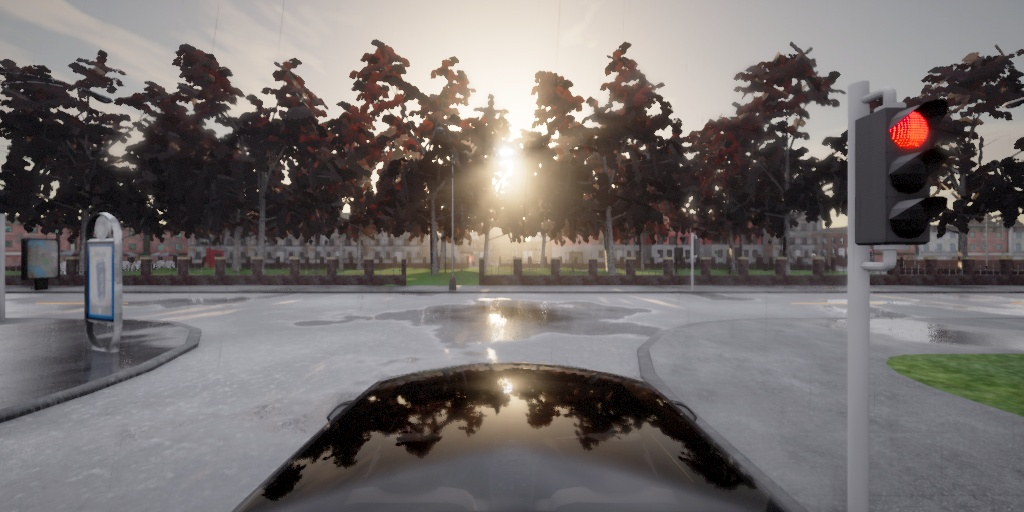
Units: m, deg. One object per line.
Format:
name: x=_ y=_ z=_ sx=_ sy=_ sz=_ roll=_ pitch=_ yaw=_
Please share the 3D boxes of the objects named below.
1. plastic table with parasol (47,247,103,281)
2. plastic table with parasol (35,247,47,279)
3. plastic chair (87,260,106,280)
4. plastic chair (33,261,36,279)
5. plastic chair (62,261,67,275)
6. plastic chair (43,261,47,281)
plastic table with parasol: x=-39.195 y=0.687 z=32.229 sx=2.482 sy=2.480 sz=2.482 roll=0 pitch=0 yaw=-40
plastic table with parasol: x=-43.616 y=0.612 z=34.871 sx=2.482 sy=2.480 sz=2.482 roll=0 pitch=0 yaw=-39
plastic chair: x=-38.197 y=1.288 z=32.962 sx=0.730 sy=1.272 sz=0.750 roll=0 pitch=0 yaw=-40
plastic chair: x=-44.624 y=1.287 z=34.121 sx=0.730 sy=1.272 sz=0.750 roll=0 pitch=0 yaw=-41
plastic chair: x=-38.292 y=1.299 z=31.256 sx=0.750 sy=1.272 sz=0.730 roll=0 pitch=0 yaw=-35
plastic chair: x=-40.225 y=1.286 z=31.484 sx=0.730 sy=1.272 sz=0.750 roll=0 pitch=0 yaw=-40
